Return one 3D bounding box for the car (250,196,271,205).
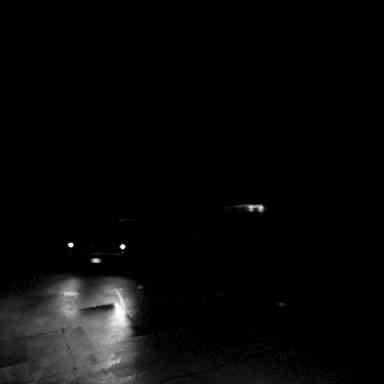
[{"bbox_3d":[10.368,1.234,50.252,1.895,1.301,4.718,3,1,29],"label":"car"}]

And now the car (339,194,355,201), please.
[{"bbox_3d":[35.982,1.231,77.198,5.008,1.535,1.882,0,3,-38],"label":"car"}]

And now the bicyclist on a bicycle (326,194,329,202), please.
[{"bbox_3d":[27.642,1.282,67.707,0.866,1.612,1.509,4,3,43],"label":"bicyclist on a bicycle"}]

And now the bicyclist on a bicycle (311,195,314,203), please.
[{"bbox_3d":[22.164,1.273,61.176,0.582,1.620,1.656,4,2,38],"label":"bicyclist on a bicycle"}]

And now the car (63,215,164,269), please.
[{"bbox_3d":[-2.292,1.493,10.986,1.895,1.301,4.718,1,1,7],"label":"car"}]
